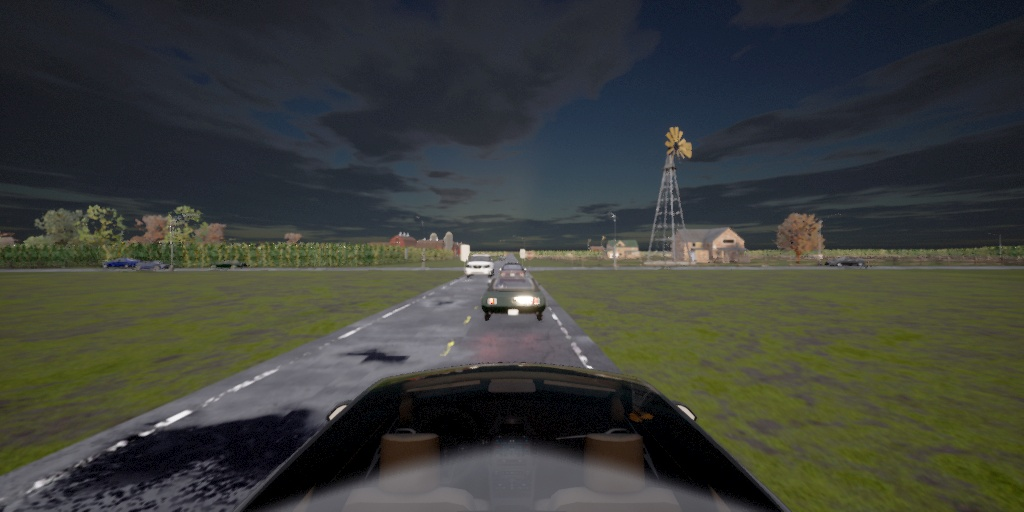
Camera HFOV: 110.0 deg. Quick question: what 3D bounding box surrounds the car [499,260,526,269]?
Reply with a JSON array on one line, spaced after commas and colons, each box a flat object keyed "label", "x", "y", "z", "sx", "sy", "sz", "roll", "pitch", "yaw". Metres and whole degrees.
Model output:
[{"label": "car", "x": 0.049, "y": 1.206, "z": 25.922, "sx": 2.033, "sy": 1.411, "sz": 5.357, "roll": 0, "pitch": 0, "yaw": 0}]

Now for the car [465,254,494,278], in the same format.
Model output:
[{"label": "car", "x": -2.809, "y": 0.857, "z": 32.205, "sx": 2.150, "sy": 2.045, "sz": 5.566, "roll": 0, "pitch": 0, "yaw": 0}]

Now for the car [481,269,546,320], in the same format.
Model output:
[{"label": "car", "x": 0.058, "y": 1.312, "z": 12.410, "sx": 1.895, "sy": 1.301, "sz": 4.718, "roll": 0, "pitch": 0, "yaw": 0}]
